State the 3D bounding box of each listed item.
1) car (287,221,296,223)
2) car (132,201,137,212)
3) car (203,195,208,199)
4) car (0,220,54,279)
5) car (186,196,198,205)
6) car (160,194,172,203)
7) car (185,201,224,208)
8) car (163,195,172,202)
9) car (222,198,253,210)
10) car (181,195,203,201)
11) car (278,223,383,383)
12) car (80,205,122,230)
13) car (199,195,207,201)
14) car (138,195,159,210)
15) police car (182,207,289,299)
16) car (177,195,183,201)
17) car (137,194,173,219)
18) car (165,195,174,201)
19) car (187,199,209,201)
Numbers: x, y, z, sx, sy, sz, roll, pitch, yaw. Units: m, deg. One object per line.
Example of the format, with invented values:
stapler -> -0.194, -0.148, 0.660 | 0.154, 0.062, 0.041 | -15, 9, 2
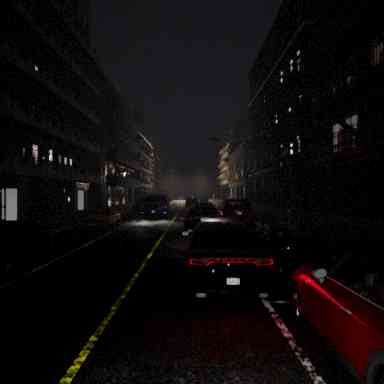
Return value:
car -> 2.696, 1.550, 10.035 | 2.008, 1.369, 4.403 | 0, 0, 0
car -> -5.679, 1.432, 38.224 | 1.967, 1.590, 4.097 | 0, 0, 0
car -> 2.709, 1.503, 72.206 | 1.752, 1.417, 4.829 | 0, 0, 0
car -> -5.686, 1.565, 10.040 | 1.947, 1.339, 4.313 | 0, 0, 0
car -> 0.015, 1.531, 59.913 | 2.033, 1.411, 5.357 | 0, 0, 0
car -> -5.670, 1.293, 72.042 | 2.192, 1.841, 5.009 | 0, 0, 0
car -> 0.671, 1.480, 18.602 | 1.882, 1.535, 5.008 | 0, 0, 5
car -> -5.670, 1.415, 77.678 | 1.967, 1.590, 4.097 | 0, 0, 0
car -> 2.699, 1.312, 21.309 | 2.192, 1.841, 5.009 | 0, 0, 0
car -> 0.022, 1.481, 46.212 | 2.128, 1.511, 4.902 | 0, 0, 0
car -> 2.694, 1.440, 4.400 | 1.967, 1.590, 4.097 | 0, 0, 0
car -> -5.683, 1.523, 21.144 | 1.752, 1.417, 4.829 | 0, 0, 0
car -> 2.712, 1.517, 83.309 | 1.887, 1.381, 4.507 | 0, 0, 0
car -> -5.677, 1.305, 43.860 | 2.192, 1.841, 5.009 | 0, 0, 0
police car -> 0.762, 1.425, 8.646 | 1.930, 1.638, 5.238 | 0, 0, 0
car -> -2.979, 1.495, 87.916 | 1.812, 1.442, 4.674 | 0, 0, 0
car -> -3.091, 1.215, 29.268 | 2.150, 2.045, 5.566 | 0, 0, 0
car -> -5.669, 1.517, 83.315 | 1.887, 1.381, 4.507 | 0, 0, 0
car -> 0.790, 1.502, 24.505 | 1.837, 1.490, 4.892 | 0, 0, -2
